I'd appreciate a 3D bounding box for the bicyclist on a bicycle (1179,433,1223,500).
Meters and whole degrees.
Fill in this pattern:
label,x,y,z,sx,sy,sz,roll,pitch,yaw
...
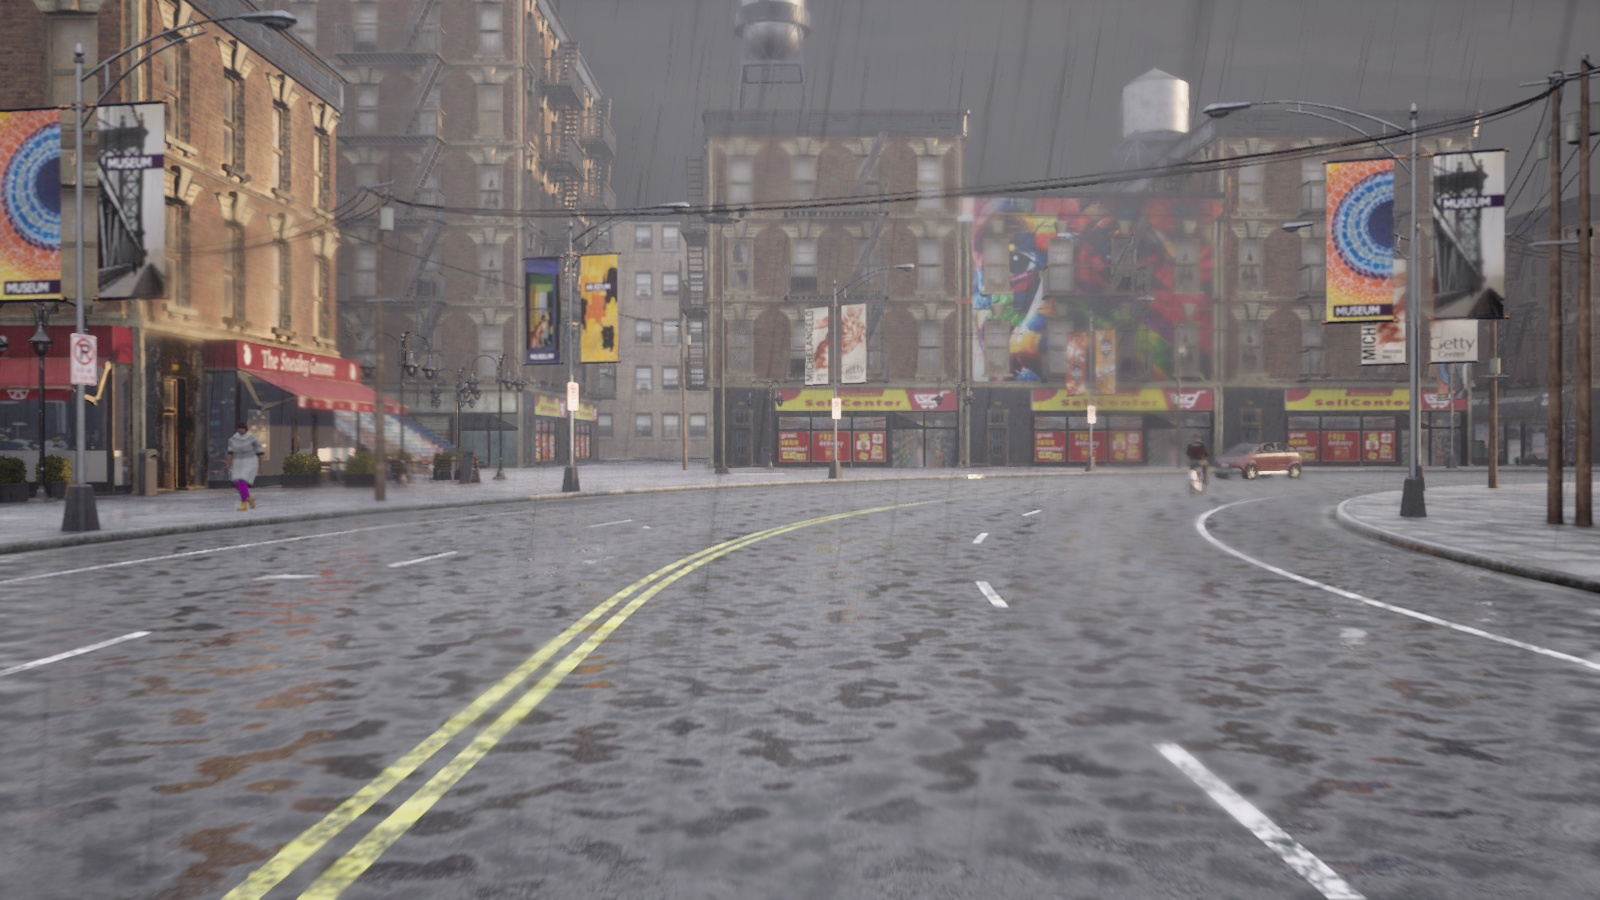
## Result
label,x,y,z,sx,sy,sz,roll,pitch,yaw
bicyclist on a bicycle,10.911,0.434,34.127,0.659,1.776,1.843,1,1,33

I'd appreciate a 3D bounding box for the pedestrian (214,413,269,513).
label,x,y,z,sx,sy,sz,roll,pitch,yaw
pedestrian,-11.164,0.253,25.125,0.659,1.952,0.873,0,0,7

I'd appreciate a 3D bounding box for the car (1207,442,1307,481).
label,x,y,z,sx,sy,sz,roll,pitch,yaw
car,18.543,0.453,50.930,3.705,1.549,1.789,0,0,-28
